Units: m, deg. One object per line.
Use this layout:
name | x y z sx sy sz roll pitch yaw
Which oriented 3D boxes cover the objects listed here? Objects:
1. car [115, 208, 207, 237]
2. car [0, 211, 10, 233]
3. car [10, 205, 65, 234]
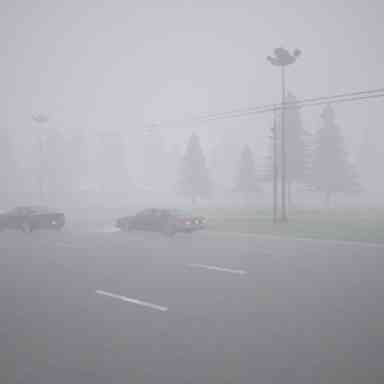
car | -1.800 1.560 18.179 5.357 1.411 2.033 0 0 36
car | -11.058 1.546 16.170 4.674 1.442 1.812 0 0 35
car | -9.449 1.498 19.338 5.008 1.535 1.882 0 0 36
